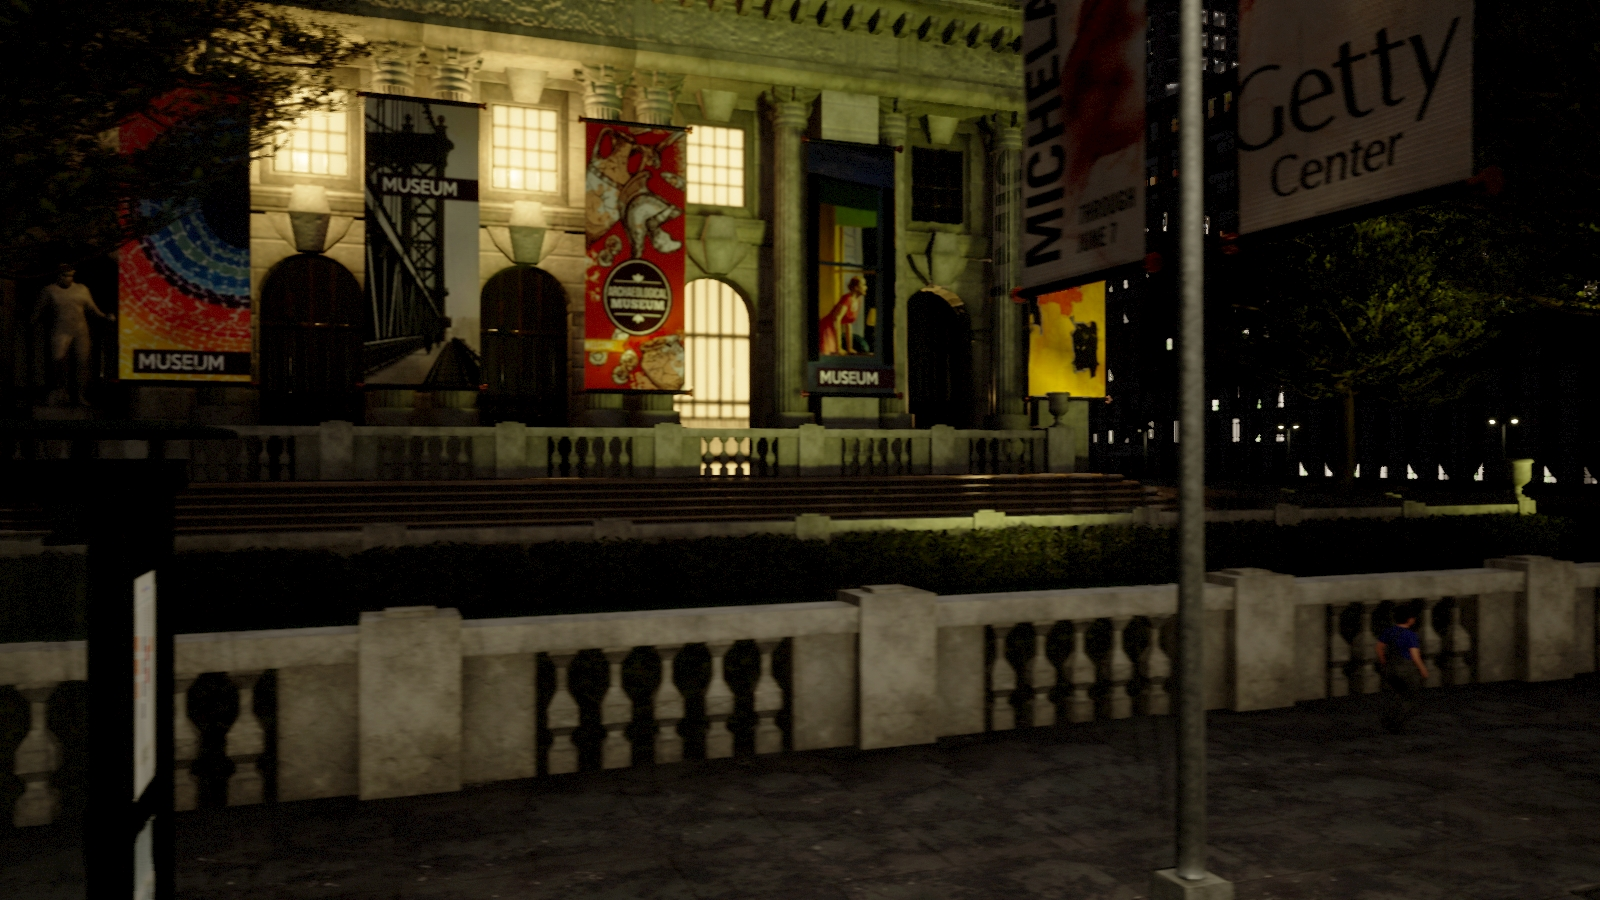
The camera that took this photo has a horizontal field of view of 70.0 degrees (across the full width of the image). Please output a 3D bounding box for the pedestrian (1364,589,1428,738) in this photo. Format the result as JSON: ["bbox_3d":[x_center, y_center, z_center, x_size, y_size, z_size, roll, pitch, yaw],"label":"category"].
[{"bbox_3d":[5.548,1.972,10.643,0.375,1.300,0.375,0,0,-24],"label":"pedestrian"}]
